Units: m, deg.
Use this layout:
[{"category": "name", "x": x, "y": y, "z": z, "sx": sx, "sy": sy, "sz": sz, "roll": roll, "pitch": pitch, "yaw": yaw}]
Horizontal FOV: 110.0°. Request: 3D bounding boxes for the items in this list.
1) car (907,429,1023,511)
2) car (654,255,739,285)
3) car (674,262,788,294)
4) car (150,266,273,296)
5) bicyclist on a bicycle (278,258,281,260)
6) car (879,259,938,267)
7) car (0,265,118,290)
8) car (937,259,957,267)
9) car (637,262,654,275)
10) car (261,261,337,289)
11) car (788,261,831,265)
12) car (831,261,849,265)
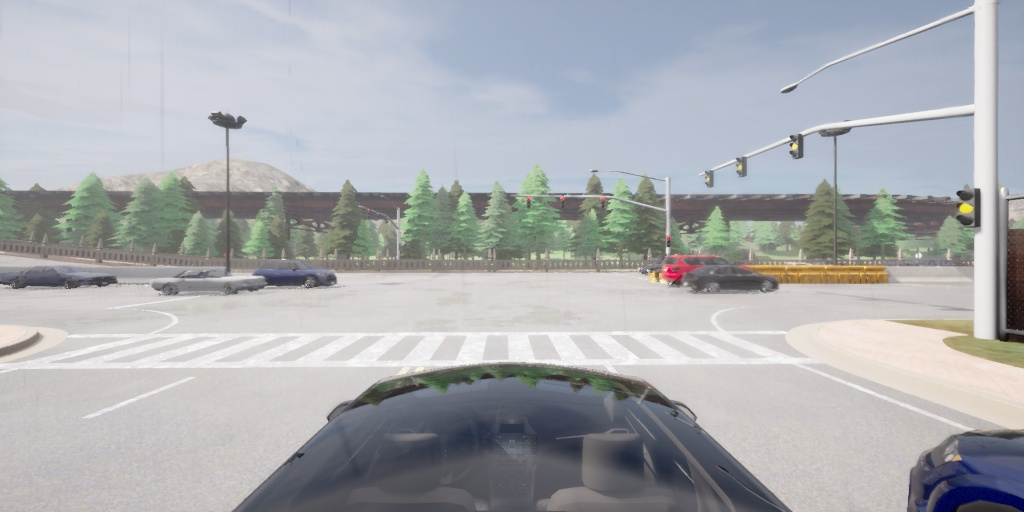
[{"category": "car", "x": 3.600, "y": 1.314, "z": 0.576, "sx": 1.994, "sy": 1.385, "sz": 4.181, "roll": 0, "pitch": 0, "yaw": 0}, {"category": "car", "x": 12.550, "y": 0.973, "z": 23.159, "sx": 5.566, "sy": 2.045, "sz": 2.150, "roll": 0, "pitch": 0, "yaw": -2}, {"category": "car", "x": 11.878, "y": 1.256, "z": 19.636, "sx": 4.892, "sy": 1.490, "sz": 1.837, "roll": 0, "pitch": 0, "yaw": -2}, {"category": "car", "x": -15.690, "y": 1.351, "z": 18.779, "sx": 4.718, "sy": 1.301, "sz": 1.895, "roll": 0, "pitch": 0, "yaw": -2}, {"category": "bicyclist on a bicycle", "x": -28.452, "y": 1.041, "z": 43.882, "sx": 0.582, "sy": 1.620, "sz": 1.656, "roll": 0, "pitch": 0, "yaw": -2}, {"category": "car", "x": 33.219, "y": 1.255, "z": 31.001, "sx": 4.892, "sy": 1.490, "sz": 1.837, "roll": 0, "pitch": 0, "yaw": -2}, {"category": "car", "x": -27.642, "y": 1.281, "z": 21.912, "sx": 5.357, "sy": 1.411, "sz": 2.033, "roll": 0, "pitch": 0, "yaw": -2}, {"category": "car", "x": 39.984, "y": 1.102, "z": 34.699, "sx": 4.553, "sy": 1.767, "sz": 2.097, "roll": 0, "pitch": 0, "yaw": -2}, {"category": "car", "x": 15.576, "y": 1.241, "z": 37.460, "sx": 4.902, "sy": 1.511, "sz": 2.128, "roll": 0, "pitch": 0, "yaw": -2}, {"category": "car", "x": -13.460, "y": 1.101, "z": 22.351, "sx": 4.553, "sy": 1.767, "sz": 2.097, "roll": 0, "pitch": 0, "yaw": -2}, {"category": "car", "x": 24.013, "y": 1.276, "z": 30.701, "sx": 4.674, "sy": 1.442, "sz": 1.812, "roll": 0, "pitch": 0, "yaw": -2}, {"category": "car", "x": 30.016, "y": 1.241, "z": 34.404, "sx": 4.902, "sy": 1.511, "sz": 2.128, "roll": 0, "pitch": 0, "yaw": -2}]
